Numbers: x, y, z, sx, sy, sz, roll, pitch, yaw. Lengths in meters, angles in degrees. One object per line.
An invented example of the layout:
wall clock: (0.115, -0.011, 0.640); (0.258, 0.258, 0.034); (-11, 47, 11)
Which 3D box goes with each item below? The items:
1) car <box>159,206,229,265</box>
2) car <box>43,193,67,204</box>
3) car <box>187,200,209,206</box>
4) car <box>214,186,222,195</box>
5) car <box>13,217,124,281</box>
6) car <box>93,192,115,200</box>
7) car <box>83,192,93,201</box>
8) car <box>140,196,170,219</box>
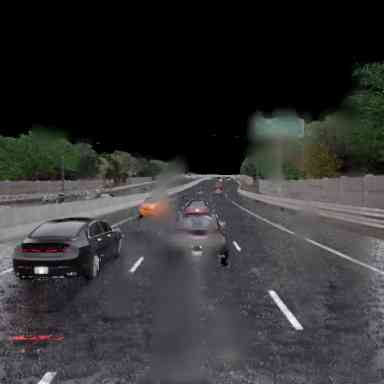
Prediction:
car: (0.181, 1.477, 11.562); (2.128, 1.511, 4.902); (0, 0, 1)
car: (-20.017, 0.973, 48.850); (1.837, 1.490, 4.892); (0, 1, 3)
car: (0.496, 1.406, 28.901); (1.994, 1.385, 4.181); (0, 1, 1)
car: (6.487, -0.007, 82.499); (1.994, 1.385, 4.181); (0, 3, 4)
car: (-3.337, 1.494, 9.844); (1.837, 1.490, 4.892); (0, 0, 1)
car: (-12.953, 0.961, 50.286); (1.812, 1.442, 4.674); (0, 1, 3)
car: (-16.243, 0.820, 54.604); (2.128, 1.511, 4.902); (0, 2, 3)
car: (-3.030, 1.205, 27.932); (2.097, 1.767, 4.553); (0, 1, 1)
